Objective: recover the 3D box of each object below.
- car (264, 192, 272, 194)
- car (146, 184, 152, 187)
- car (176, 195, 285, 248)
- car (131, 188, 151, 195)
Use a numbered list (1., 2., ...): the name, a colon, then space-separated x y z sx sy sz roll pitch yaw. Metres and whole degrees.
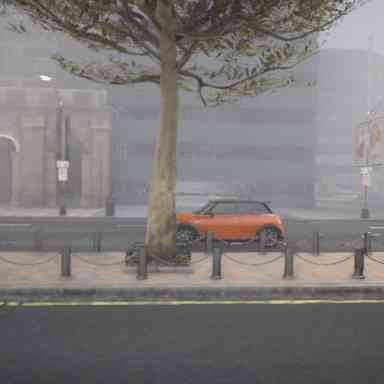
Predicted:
1. car: 7.872 0.536 40.086 4.674 1.452 2.002 1 1 -4
2. car: -6.497 -0.557 65.117 5.566 2.045 2.435 1 1 -4
3. car: 1.085 1.073 12.717 4.553 1.767 2.097 1 1 -4
4. car: -4.012 0.545 35.135 4.786 1.482 2.161 1 1 -4
